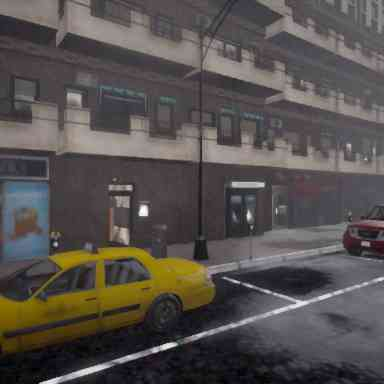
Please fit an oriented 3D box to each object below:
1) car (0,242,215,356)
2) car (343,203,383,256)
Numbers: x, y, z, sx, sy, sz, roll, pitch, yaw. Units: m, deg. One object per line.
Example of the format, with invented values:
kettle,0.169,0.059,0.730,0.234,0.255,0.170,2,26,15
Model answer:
car,-1.862,1.524,5.228,4.829,1.417,1.752,0,0,-36
car,7.502,1.314,11.906,5.009,1.841,2.192,0,0,-35
